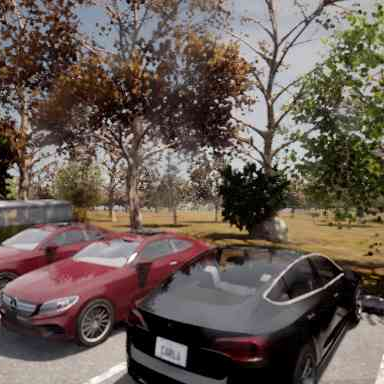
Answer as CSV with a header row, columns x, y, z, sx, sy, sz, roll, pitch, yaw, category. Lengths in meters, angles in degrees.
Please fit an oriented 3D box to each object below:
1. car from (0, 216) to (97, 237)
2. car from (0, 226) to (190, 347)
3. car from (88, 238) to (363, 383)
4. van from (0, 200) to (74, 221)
x,y,z,sx,sy,sz,roll,pitch,yaw,category
-3.483,1.521,8.261,2.002,1.452,4.674,0,0,36,car
-1.218,1.527,6.641,2.002,1.452,4.674,0,0,36,car
1.166,1.516,4.967,2.163,1.488,4.792,0,0,36,car
-5.732,1.251,9.711,1.878,1.987,4.442,0,1,35,van
